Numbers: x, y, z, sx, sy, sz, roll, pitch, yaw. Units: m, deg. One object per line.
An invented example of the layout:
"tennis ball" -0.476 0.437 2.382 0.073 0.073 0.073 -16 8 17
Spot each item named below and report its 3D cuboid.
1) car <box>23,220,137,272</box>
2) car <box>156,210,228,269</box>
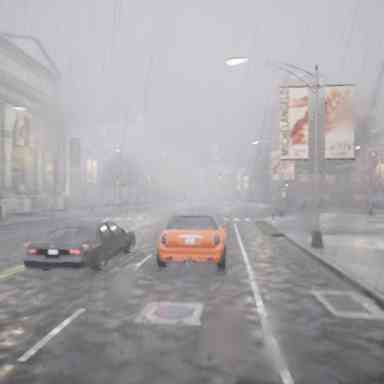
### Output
"car" -3.411 1.657 11.269 2.033 1.411 5.357 0 -1 6
"car" 0.167 1.466 11.799 2.097 1.767 4.553 0 -1 6
